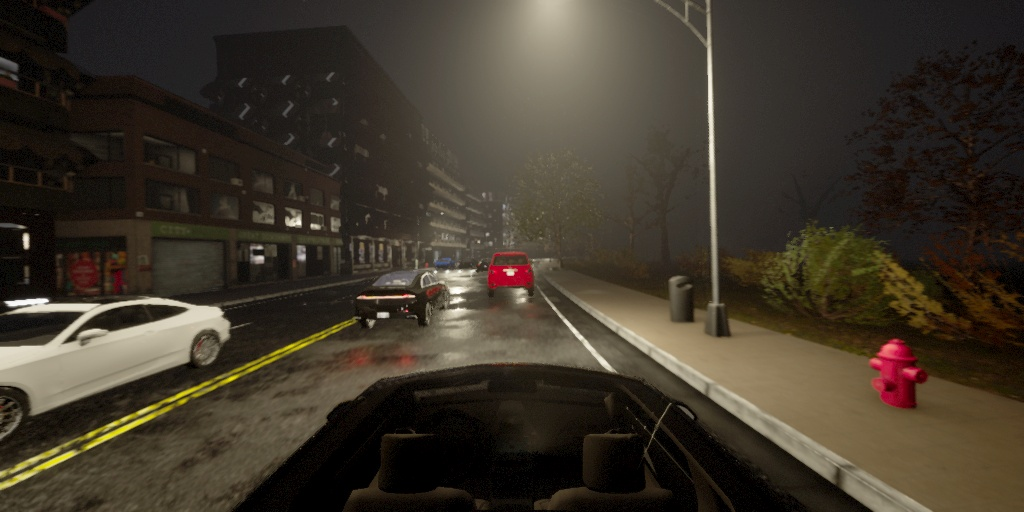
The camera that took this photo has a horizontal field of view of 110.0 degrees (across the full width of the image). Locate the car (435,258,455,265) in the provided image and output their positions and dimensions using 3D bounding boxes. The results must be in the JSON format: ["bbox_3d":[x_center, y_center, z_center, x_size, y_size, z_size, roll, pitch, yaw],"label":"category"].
[{"bbox_3d":[-8.903,1.065,47.985,1.882,1.535,5.008,-1,0,4],"label":"car"}]

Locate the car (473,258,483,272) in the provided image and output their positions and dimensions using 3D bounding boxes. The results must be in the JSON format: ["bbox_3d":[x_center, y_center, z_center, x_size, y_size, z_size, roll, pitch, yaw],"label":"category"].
[{"bbox_3d":[-2.721,1.056,40.084,1.994,1.385,4.181,-1,0,3],"label":"car"}]

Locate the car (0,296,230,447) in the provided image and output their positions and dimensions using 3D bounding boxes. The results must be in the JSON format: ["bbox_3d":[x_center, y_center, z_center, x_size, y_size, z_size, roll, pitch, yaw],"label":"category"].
[{"bbox_3d":[-6.531,1.400,5.342,1.812,1.442,4.674,-1,1,-2],"label":"car"}]

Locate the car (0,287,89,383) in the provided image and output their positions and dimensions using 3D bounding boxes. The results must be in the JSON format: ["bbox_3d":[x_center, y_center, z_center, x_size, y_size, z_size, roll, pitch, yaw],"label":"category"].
[{"bbox_3d":[-9.765,1.448,4.930,2.128,1.511,4.902,-1,1,-2],"label":"car"}]

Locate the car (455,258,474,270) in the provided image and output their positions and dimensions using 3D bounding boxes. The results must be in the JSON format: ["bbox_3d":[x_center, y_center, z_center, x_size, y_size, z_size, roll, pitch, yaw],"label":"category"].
[{"bbox_3d":[-5.698,0.990,47.304,1.882,1.535,5.008,-1,0,4],"label":"car"}]

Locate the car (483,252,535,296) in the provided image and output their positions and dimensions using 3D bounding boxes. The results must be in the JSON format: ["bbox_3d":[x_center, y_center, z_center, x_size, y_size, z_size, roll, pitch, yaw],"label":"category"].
[{"bbox_3d":[-0.052,0.820,18.397,2.150,2.045,5.566,-1,1,0],"label":"car"}]

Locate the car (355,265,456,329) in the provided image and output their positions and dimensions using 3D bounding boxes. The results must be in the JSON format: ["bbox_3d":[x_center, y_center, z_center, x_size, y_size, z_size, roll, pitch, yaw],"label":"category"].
[{"bbox_3d":[-3.238,1.229,11.314,2.128,1.511,4.902,-1,1,-1],"label":"car"}]
